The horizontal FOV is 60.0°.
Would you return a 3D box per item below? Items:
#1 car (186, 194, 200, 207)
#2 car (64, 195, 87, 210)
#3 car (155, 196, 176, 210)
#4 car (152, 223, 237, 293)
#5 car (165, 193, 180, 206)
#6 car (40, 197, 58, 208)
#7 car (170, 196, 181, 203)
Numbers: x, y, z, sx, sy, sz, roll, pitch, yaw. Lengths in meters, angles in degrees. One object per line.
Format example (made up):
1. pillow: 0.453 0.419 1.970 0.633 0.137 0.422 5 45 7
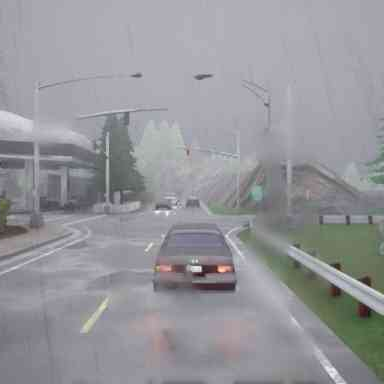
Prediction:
1. car: 0.136 1.466 50.210 1.882 1.535 5.008 0 0 0
2. car: -14.500 1.303 41.591 1.905 1.878 3.866 0 0 -1
3. car: -3.567 1.538 42.267 2.033 1.411 5.357 0 0 0
4. car: 0.075 1.545 8.975 2.033 1.411 5.357 0 0 1
5. car: -3.550 1.203 55.712 2.150 2.045 5.566 0 1 0
6. car: -20.204 1.469 45.872 2.242 1.667 4.611 0 0 -1
7. car: -3.452 1.521 70.276 2.033 1.411 5.357 0 0 0
